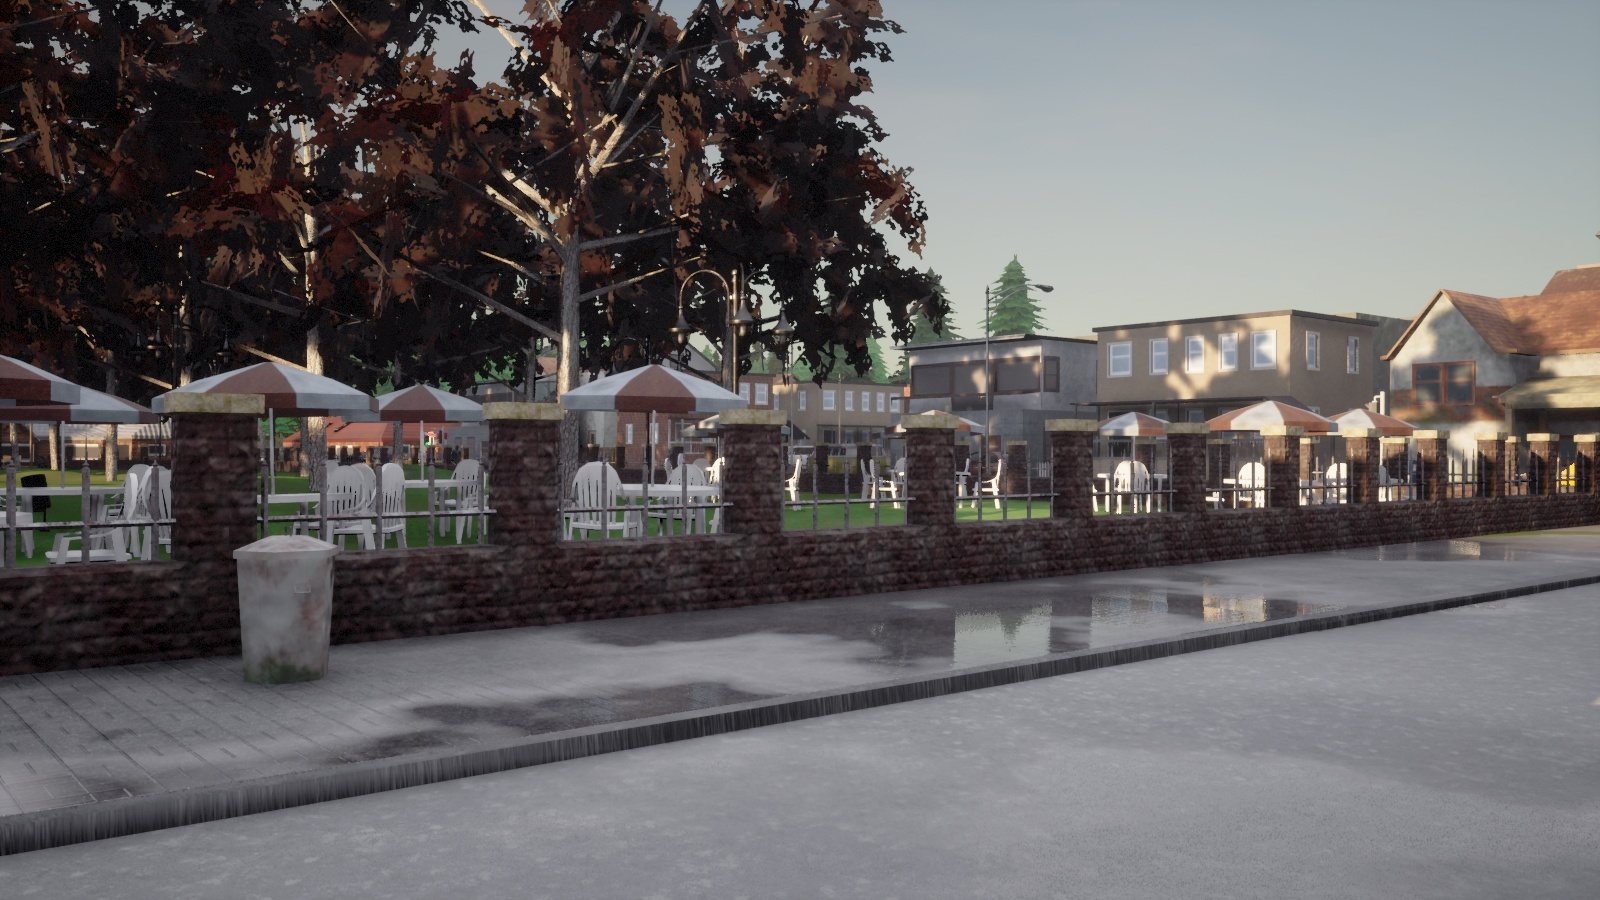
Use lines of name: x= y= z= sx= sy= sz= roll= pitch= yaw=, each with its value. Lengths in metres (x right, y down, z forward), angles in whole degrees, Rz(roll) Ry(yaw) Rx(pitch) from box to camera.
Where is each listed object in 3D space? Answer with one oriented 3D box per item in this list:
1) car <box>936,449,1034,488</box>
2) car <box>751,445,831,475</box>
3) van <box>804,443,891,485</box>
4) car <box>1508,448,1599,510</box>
car: x=7.998 y=0.769 z=54.582 sx=1.851 sy=1.617 sz=3.988 roll=0 pitch=0 yaw=-40
car: x=-0.591 y=0.693 z=89.082 sx=5.566 sy=2.045 sz=2.150 roll=0 pitch=0 yaw=-39
van: x=2.277 y=0.651 z=61.519 sx=1.775 sy=1.987 sz=4.442 roll=0 pitch=0 yaw=-39
car: x=21.345 y=0.728 z=32.095 sx=1.801 sy=1.575 sz=5.366 roll=0 pitch=0 yaw=-39
